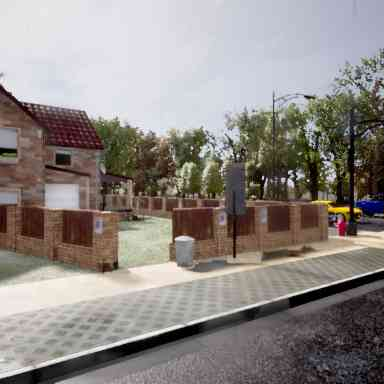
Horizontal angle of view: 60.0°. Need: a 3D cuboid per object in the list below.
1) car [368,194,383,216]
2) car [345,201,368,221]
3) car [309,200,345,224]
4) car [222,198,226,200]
[{"bbox_3d":[16.507,1.180,28.298,2.150,2.045,5.566,0,0,-35],"label":"car"},{"bbox_3d":[10.309,1.423,25.451,1.882,1.535,5.008,0,0,-35],"label":"car"},{"bbox_3d":[7.818,1.468,23.343,1.812,1.442,4.674,0,0,-35],"label":"car"},{"bbox_3d":[4.269,1.396,33.935,2.128,1.511,4.902,0,0,-35],"label":"car"}]
